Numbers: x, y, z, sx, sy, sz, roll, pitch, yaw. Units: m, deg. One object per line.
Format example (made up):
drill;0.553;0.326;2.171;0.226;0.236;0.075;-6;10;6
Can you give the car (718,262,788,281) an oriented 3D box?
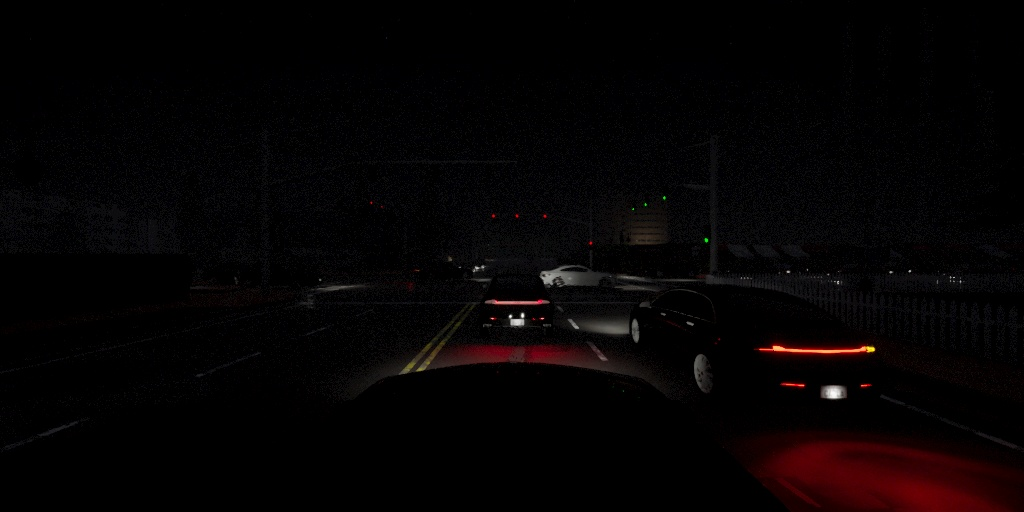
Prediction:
car;19.629;1.241;29.981;4.902;1.511;2.128;0;0;-1

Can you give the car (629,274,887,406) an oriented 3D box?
car;3.589;1.255;6.383;1.837;1.490;4.892;0;0;1

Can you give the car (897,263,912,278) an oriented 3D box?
car;34.499;1.241;33.751;4.902;1.511;2.128;0;0;-1

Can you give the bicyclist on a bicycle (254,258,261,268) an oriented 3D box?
bicyclist on a bicycle;-26.157;1.051;36.812;0.582;1.620;1.656;0;0;-3

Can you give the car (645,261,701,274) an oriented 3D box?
car;14.936;1.255;33.460;4.892;1.490;1.837;0;0;1

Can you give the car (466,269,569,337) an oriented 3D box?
car;0.134;1.241;10.289;2.128;1.511;4.902;0;0;0

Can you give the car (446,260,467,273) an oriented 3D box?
car;-6.823;1.255;44.317;1.837;1.490;4.892;0;0;0

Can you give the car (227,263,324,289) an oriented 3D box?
car;-14.439;1.255;22.382;4.892;1.490;1.837;0;0;-2

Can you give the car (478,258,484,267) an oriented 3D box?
car;-6.643;1.314;64.183;1.994;1.385;4.181;0;0;1

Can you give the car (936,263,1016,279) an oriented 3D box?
car;38.889;1.276;30.322;4.674;1.442;1.812;0;0;-1

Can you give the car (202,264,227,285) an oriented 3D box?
car;-19.282;1.255;25.716;4.892;1.490;1.837;0;0;-2

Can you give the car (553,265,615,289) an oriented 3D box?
car;4.097;1.275;22.565;4.674;1.442;1.812;0;0;0

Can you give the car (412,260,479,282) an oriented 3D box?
car;-5.483;1.255;28.768;4.892;1.490;1.837;0;2;-31

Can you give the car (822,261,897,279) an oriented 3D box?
car;28.890;1.276;30.144;4.674;1.442;1.812;0;0;-1

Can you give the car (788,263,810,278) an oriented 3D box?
car;24.675;1.297;33.576;5.357;1.411;2.033;0;0;-1
